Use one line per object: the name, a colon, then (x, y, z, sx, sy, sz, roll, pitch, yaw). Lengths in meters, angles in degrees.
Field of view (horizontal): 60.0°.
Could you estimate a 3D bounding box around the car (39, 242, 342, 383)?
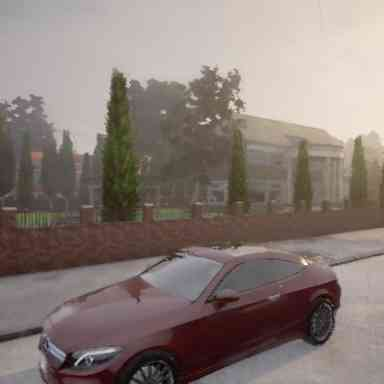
car: (0.336, 1.525, 4.845, 4.674, 1.442, 1.812, 0, 0, -35)
